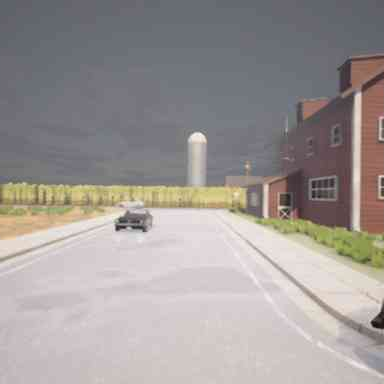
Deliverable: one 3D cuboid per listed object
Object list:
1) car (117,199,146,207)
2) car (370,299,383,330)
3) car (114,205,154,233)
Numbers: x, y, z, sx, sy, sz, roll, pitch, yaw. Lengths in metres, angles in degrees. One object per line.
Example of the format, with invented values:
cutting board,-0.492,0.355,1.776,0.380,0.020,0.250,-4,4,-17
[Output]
car,-9.939,1.905,54.850,4.674,1.442,1.812,1,0,1
car,4.176,1.311,3.430,1.905,1.878,3.866,-6,3,-42
car,-3.607,1.782,21.272,1.895,1.301,4.718,1,0,0
